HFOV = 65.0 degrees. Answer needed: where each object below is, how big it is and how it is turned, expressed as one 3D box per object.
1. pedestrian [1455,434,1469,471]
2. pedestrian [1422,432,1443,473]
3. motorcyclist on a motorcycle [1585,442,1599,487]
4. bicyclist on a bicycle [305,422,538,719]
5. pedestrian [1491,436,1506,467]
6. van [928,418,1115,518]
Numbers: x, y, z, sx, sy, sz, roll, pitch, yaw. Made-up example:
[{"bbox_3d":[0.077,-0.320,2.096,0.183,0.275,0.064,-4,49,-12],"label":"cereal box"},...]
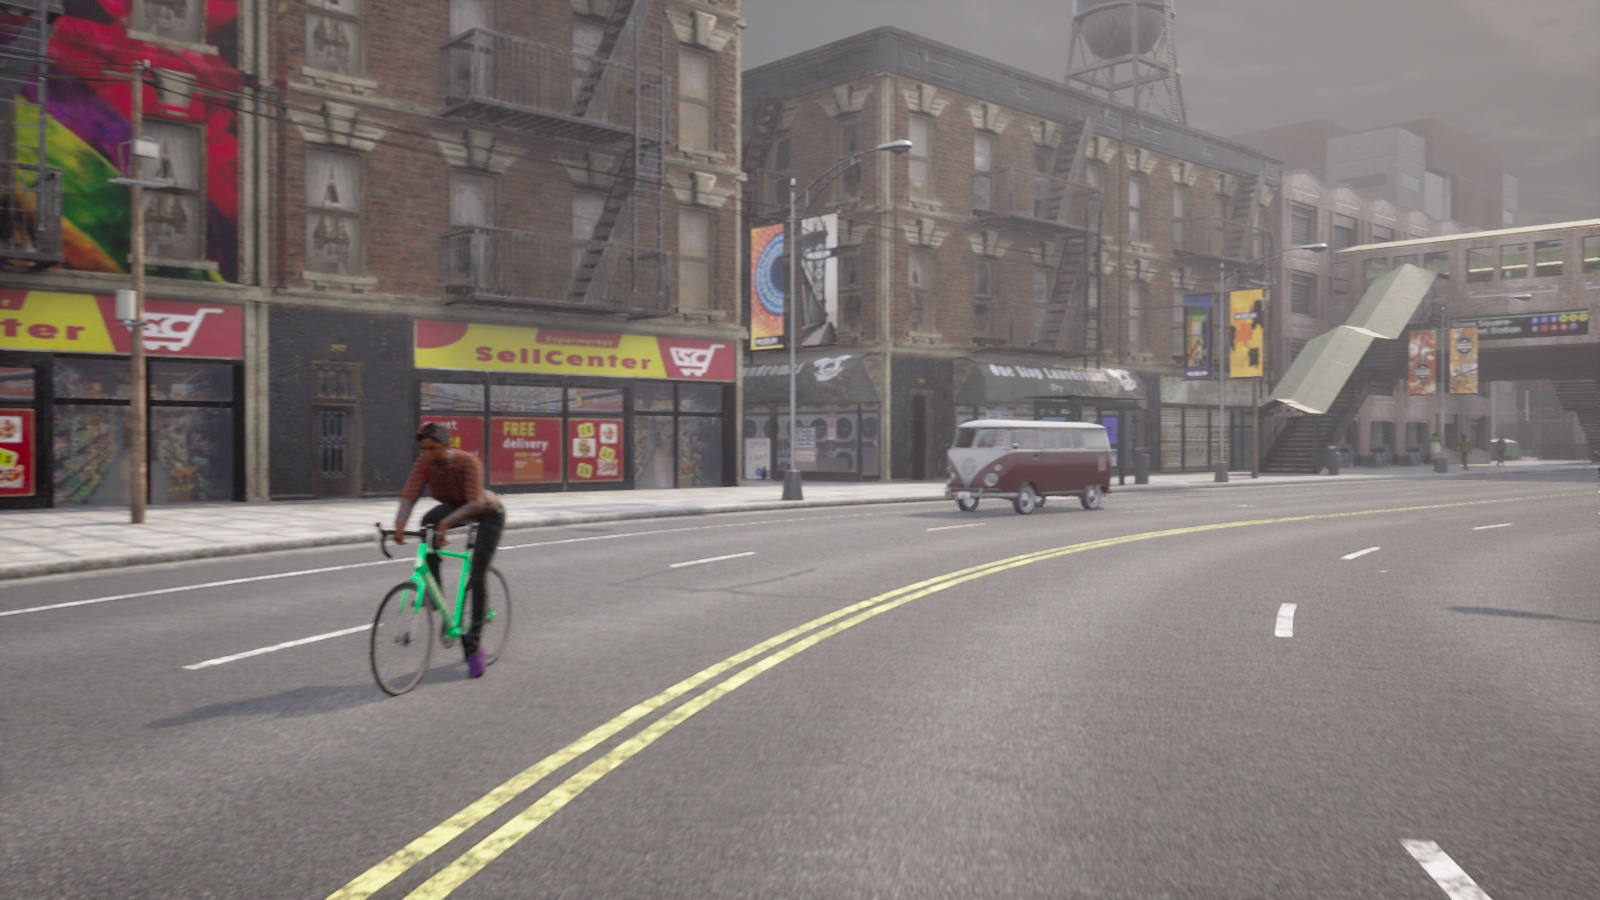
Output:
[{"bbox_3d":[32.563,0.124,61.768,0.431,1.840,0.709,0,0,42],"label":"pedestrian"},{"bbox_3d":[30.380,0.127,60.326,0.873,1.952,0.659,0,0,-44],"label":"pedestrian"},{"bbox_3d":[29.069,0.508,45.281,1.817,1.590,0.866,0,0,-43],"label":"motorcyclist on a motorcycle"},{"bbox_3d":[-2.265,0.649,7.734,0.582,1.620,1.656,1,1,15],"label":"bicyclist on a bicycle"},{"bbox_3d":[41.230,0.073,74.123,0.694,1.848,0.540,0,0,-36],"label":"pedestrian"},{"bbox_3d":[4.895,0.353,27.316,1.775,1.987,4.442,0,0,45],"label":"van"}]
